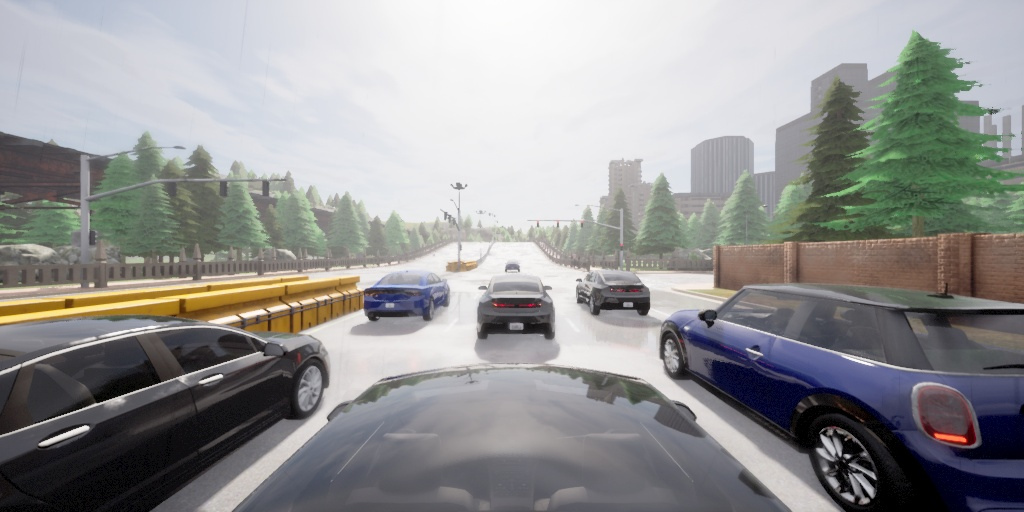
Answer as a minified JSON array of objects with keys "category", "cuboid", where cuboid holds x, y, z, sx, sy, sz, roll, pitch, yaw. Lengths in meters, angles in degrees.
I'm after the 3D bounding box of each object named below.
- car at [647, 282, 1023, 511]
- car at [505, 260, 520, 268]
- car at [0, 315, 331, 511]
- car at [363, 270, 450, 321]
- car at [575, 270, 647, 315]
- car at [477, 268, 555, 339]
[{"category":"car","cuboid":[3.601,1.102,4.393,2.097,1.767,4.553,0,0,0]},{"category":"car","cuboid":[0.068,1.268,45.895,1.812,1.442,4.674,0,0,0]},{"category":"car","cuboid":[-3.400,1.255,2.973,1.837,1.490,4.892,0,0,0]},{"category":"car","cuboid":[-3.404,1.226,12.466,1.882,1.535,5.008,0,0,0]},{"category":"car","cuboid":[3.614,1.253,13.478,1.837,1.490,4.892,0,0,1]},{"category":"car","cuboid":[0.096,1.253,10.043,1.837,1.490,4.892,0,0,0]}]
